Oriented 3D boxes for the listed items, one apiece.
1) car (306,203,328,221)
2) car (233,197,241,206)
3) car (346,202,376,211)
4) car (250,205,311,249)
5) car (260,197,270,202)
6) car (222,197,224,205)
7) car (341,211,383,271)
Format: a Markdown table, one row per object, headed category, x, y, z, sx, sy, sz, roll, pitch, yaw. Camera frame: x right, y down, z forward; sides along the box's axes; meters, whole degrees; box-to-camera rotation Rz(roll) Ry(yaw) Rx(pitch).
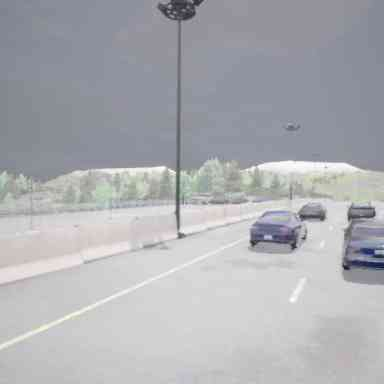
| category | x | y | z | sx | sy | sz | roll | pitch | yaw |
| --- | --- | --- | --- | --- | --- | --- | --- | --- | --- |
| car | 10.176 | 1.581 | 27.736 | 1.994 | 1.385 | 4.181 | 0 | 0 | 26 |
| car | 8.335 | 1.544 | 56.578 | 1.837 | 1.490 | 4.892 | 0 | 0 | 26 |
| car | 13.219 | 1.508 | 25.995 | 2.128 | 1.511 | 4.902 | 0 | 0 | 26 |
| car | 3.883 | 1.534 | 14.587 | 1.812 | 1.442 | 4.674 | 0 | 0 | 26 |
| car | 11.484 | 1.518 | 55.063 | 1.882 | 1.535 | 5.008 | 0 | 0 | 26 |
| car | 5.183 | 1.586 | 58.086 | 2.033 | 1.411 | 5.357 | 0 | 0 | 26 |
| car | 5.811 | 1.555 | 10.568 | 2.033 | 1.411 | 5.357 | 0 | 0 | 26 |
